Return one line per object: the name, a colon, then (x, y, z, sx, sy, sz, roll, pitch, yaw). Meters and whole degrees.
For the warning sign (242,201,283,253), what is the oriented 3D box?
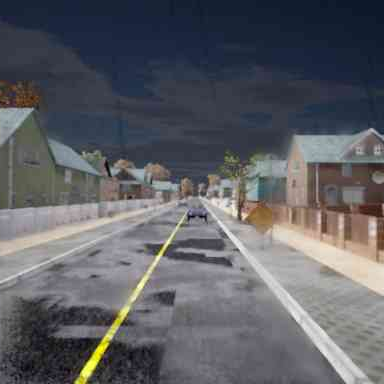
warning sign: (2.662, 1.295, 12.661, 1.300, 1.860, 1.060, -1, -2, 1)

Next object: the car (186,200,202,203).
car: (0.697, 1.930, 45.725, 2.097, 1.767, 4.553, 0, -1, 1)

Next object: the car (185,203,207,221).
car: (0.505, 2.009, 31.932, 1.895, 1.301, 4.718, 0, -1, 1)

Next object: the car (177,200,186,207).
car: (-1.807, 2.347, 67.372, 1.812, 1.442, 4.674, 0, -1, 1)
